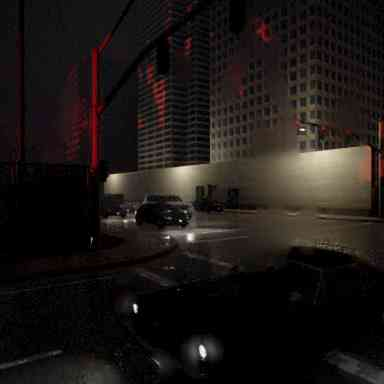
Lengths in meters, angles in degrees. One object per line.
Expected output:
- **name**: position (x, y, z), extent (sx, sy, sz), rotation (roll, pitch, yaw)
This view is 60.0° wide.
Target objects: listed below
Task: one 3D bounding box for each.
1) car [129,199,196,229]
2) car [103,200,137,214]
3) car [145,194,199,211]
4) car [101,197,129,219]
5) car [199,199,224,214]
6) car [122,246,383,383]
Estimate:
- **car**: position (-2.042, 1.449, 21.477), extent (1.837, 1.490, 4.892), rotation (0, 0, -35)
- **car**: position (-7.772, 1.545, 35.589), extent (1.895, 1.301, 4.718), rotation (0, 0, -35)
- **car**: position (-2.106, 1.166, 27.636), extent (2.150, 2.045, 5.566), rotation (0, 0, -35)
- **car**: position (-7.367, 1.470, 28.988), extent (1.812, 1.442, 4.674), rotation (0, 0, -35)
- **car**: position (1.308, 1.436, 35.249), extent (2.128, 1.511, 4.902), rotation (0, 0, -35)
- **car**: position (1.423, 1.593, 5.014), extent (4.718, 1.301, 1.895), rotation (0, 0, -36)
